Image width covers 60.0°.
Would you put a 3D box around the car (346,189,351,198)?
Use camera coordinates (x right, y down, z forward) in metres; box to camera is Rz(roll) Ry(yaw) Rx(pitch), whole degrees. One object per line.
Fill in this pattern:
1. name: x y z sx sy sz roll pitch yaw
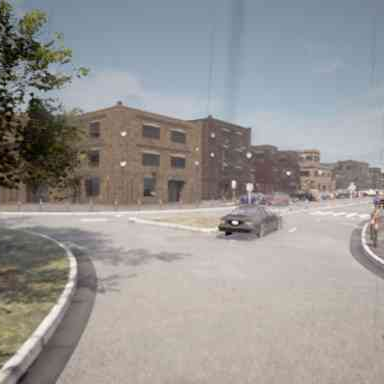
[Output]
1. car: 32.772 0.640 75.943 4.892 1.521 2.231 1 1 40

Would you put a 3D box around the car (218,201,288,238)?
1. car: 3.177 1.429 17.237 2.033 1.411 5.357 1 1 29

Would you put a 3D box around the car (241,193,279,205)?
1. car: 9.862 1.005 48.374 5.008 1.535 2.097 1 1 40

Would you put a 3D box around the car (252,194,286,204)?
1. car: 11.629 1.021 50.490 4.674 1.452 2.002 1 1 40

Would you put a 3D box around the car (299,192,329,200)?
1. car: 23.956 0.776 65.345 5.008 1.535 2.097 1 1 40

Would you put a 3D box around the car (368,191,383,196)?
1. car: 30.606 1.081 53.846 2.033 1.411 5.357 1 1 40

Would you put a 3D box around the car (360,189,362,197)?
1. car: 39.814 0.589 84.429 4.674 1.452 2.002 1 1 40

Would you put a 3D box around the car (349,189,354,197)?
1. car: 34.534 0.617 78.064 4.892 1.521 2.231 1 1 40

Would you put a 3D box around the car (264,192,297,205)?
1. car: 11.589 1.132 43.322 1.812 1.442 4.674 1 1 39

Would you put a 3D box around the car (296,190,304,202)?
1. car: 15.148 0.931 54.741 4.892 1.521 2.231 1 1 40

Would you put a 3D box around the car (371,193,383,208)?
1. car: 23.520 1.250 40.452 1.837 1.490 4.892 1 1 40

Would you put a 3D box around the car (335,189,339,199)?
1. car: 27.460 0.592 69.601 4.553 1.767 2.185 1 1 40

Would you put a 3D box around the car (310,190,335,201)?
1. car: 21.780 0.643 55.448 1.812 1.442 4.674 1 1 40

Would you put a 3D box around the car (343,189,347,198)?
1. car: 31.011 0.666 73.822 4.892 1.521 2.231 1 1 40

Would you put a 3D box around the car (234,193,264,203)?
1. car: 8.127 0.899 46.223 4.553 1.767 2.185 1 1 40

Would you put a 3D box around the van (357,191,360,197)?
1. van: 38.222 0.346 82.326 4.442 1.987 1.878 1 1 40

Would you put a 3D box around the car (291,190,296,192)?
1. car: 13.413 0.831 52.590 4.553 1.767 2.185 1 1 40

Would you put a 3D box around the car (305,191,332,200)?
1. car: 25.699 0.620 67.480 4.553 1.767 2.185 1 1 40

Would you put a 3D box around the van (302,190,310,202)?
1. van: 22.290 0.582 63.142 4.442 1.987 1.878 1 1 40

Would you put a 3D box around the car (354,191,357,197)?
1. car: 36.294 0.593 80.184 4.892 1.521 2.231 1 1 40

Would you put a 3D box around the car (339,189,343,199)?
1. car: 29.270 0.565 71.683 4.553 1.767 2.185 1 1 40
